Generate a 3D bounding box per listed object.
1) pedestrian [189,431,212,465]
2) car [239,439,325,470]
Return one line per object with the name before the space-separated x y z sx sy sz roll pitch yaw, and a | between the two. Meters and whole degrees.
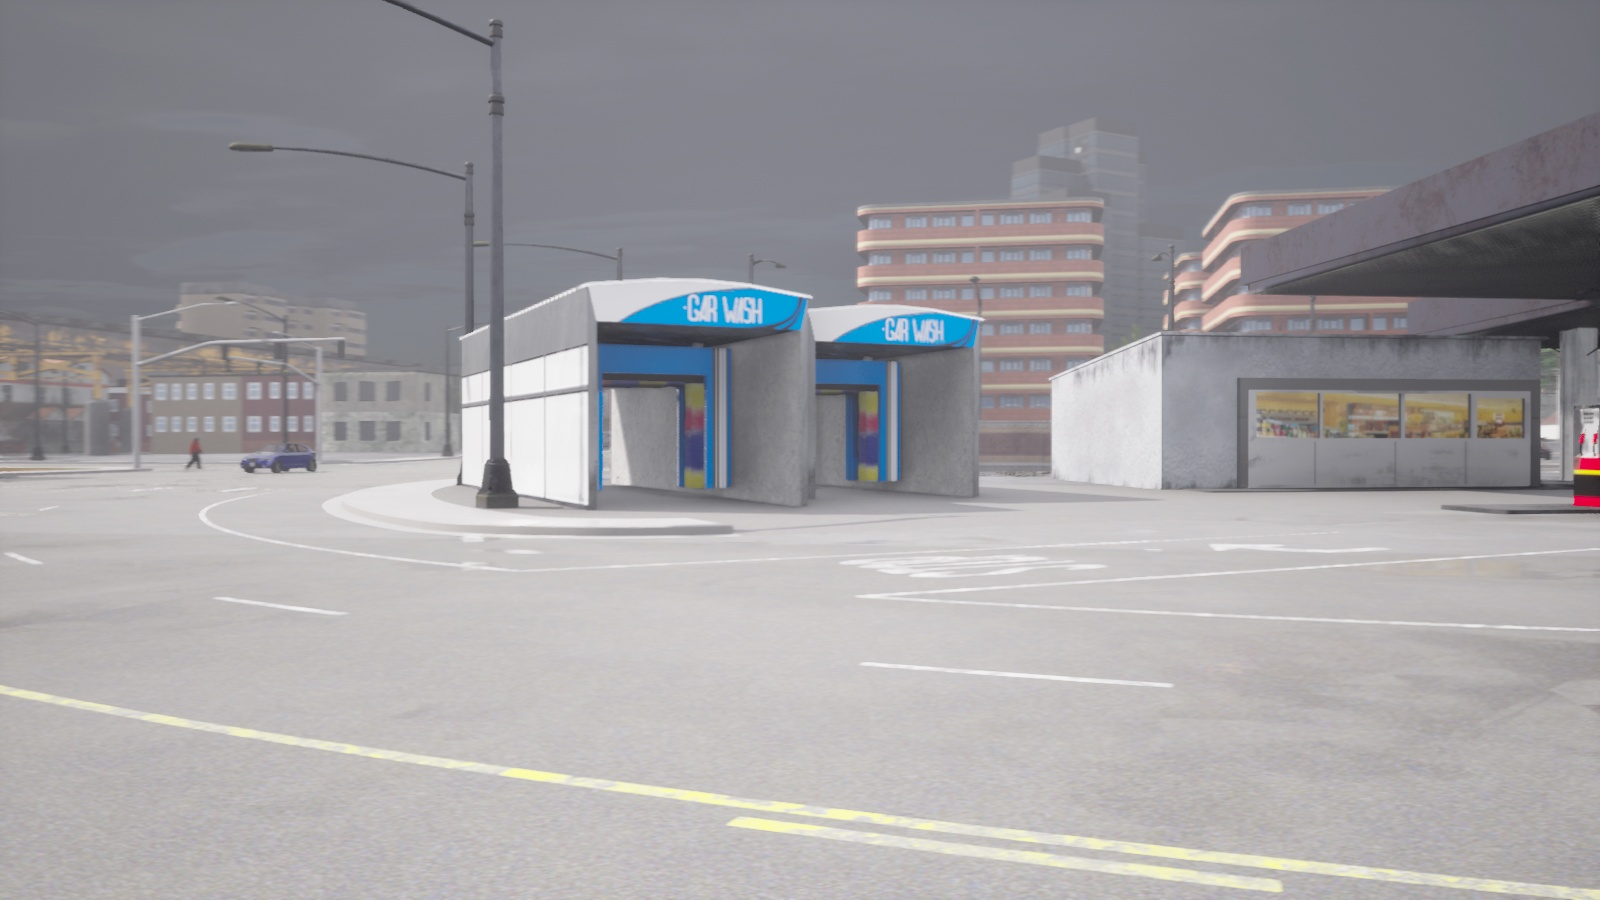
pedestrian | -32.303 -0.104 67.661 0.899 1.844 0.634 0 0 2
car | -25.659 0.197 62.366 1.816 1.474 4.193 0 1 14
